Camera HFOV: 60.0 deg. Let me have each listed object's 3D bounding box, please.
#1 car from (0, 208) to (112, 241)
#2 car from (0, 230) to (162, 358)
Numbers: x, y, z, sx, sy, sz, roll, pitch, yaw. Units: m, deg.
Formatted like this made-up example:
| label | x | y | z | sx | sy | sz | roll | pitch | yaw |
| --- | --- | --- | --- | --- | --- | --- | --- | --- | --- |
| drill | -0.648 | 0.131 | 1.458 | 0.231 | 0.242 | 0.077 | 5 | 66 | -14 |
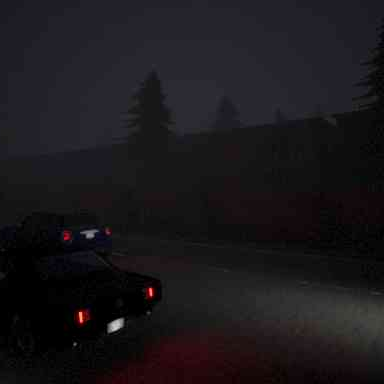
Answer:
| label | x | y | z | sx | sy | sz | roll | pitch | yaw |
| --- | --- | --- | --- | --- | --- | --- | --- | --- | --- |
| car | -4.987 | 1.428 | 11.864 | 4.553 | 1.767 | 2.097 | 0 | 0 | 35 |
| car | -2.900 | 1.641 | 6.069 | 4.718 | 1.301 | 1.895 | 0 | 0 | 36 |
